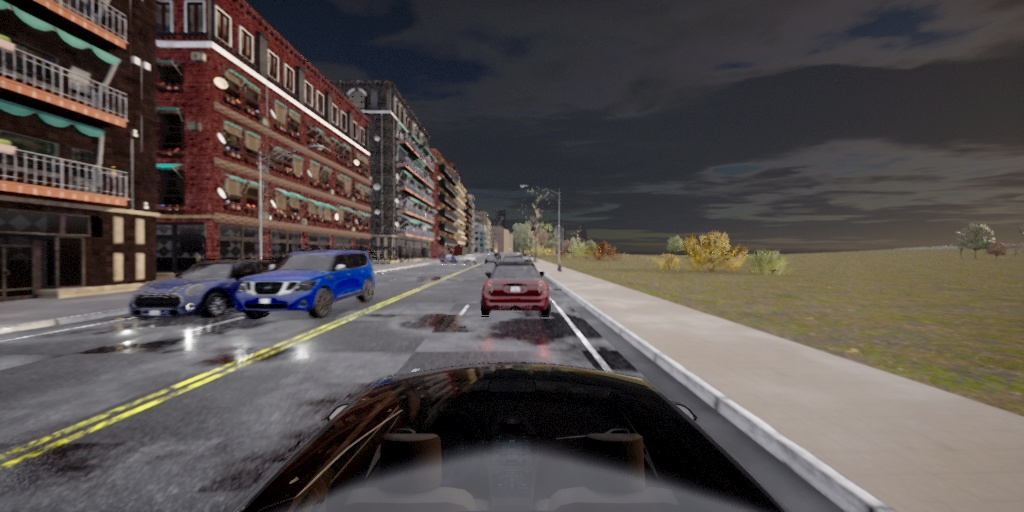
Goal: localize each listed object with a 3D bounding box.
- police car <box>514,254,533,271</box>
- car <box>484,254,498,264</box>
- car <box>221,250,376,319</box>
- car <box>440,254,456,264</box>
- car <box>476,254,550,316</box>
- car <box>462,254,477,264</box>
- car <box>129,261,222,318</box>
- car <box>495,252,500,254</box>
[{"bbox_3d":[1.145,0.612,38.385,1.930,1.638,5.238,0,1,0],"label":"police car"},{"bbox_3d":[-3.222,0.468,56.500,1.994,1.385,4.181,0,1,0],"label":"car"},{"bbox_3d":[-6.596,0.808,12.340,2.150,2.045,5.566,0,1,0],"label":"car"},{"bbox_3d":[-9.783,0.446,55.408,1.812,1.442,4.674,0,1,1],"label":"car"},{"bbox_3d":[0.101,0.937,12.549,2.097,1.767,4.553,0,1,0],"label":"car"},{"bbox_3d":[-6.534,0.444,55.557,1.812,1.442,4.674,0,1,1],"label":"car"},{"bbox_3d":[-9.845,0.941,12.121,2.097,1.767,4.553,0,1,0],"label":"car"},{"bbox_3d":[0.104,0.745,24.946,2.097,1.767,4.553,0,1,1],"label":"car"}]
